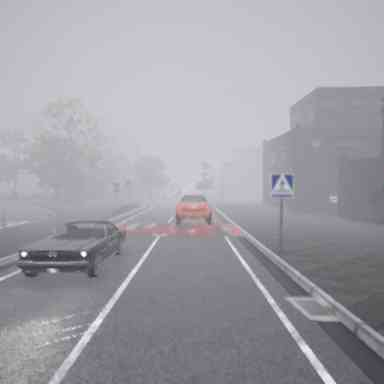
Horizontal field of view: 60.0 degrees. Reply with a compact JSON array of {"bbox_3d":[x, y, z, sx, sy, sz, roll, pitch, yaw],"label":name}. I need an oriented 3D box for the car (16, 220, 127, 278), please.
[{"bbox_3d":[-3.342,1.578,10.198,1.895,1.301,4.718,0,0,0],"label":"car"}]

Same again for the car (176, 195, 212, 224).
[{"bbox_3d":[0.107,1.087,20.983,2.097,1.767,4.553,0,-5,0],"label":"car"}]

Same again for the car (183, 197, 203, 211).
[{"bbox_3d":[0.154,1.279,37.466,2.033,1.411,5.357,0,1,1],"label":"car"}]
